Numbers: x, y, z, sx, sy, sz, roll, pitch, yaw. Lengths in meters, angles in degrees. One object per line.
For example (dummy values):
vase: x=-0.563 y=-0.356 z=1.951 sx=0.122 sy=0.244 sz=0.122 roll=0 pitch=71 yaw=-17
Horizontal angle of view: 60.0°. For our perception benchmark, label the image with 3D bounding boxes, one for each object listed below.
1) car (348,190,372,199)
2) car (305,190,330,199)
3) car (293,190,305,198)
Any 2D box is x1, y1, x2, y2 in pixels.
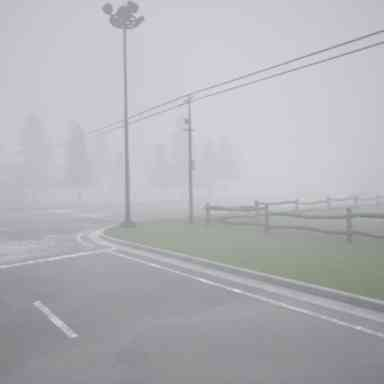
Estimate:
car: x=28.054 y=0.453 z=55.451 sx=5.357 sy=1.411 sz=2.033 roll=-1 pitch=1 yaw=-39
car: x=23.265 y=0.399 z=60.587 sx=5.008 sy=1.535 sz=1.882 roll=-1 pitch=1 yaw=-39
car: x=21.192 y=0.433 z=63.410 sx=4.892 sy=1.490 sz=1.837 roll=-1 pitch=1 yaw=-39
